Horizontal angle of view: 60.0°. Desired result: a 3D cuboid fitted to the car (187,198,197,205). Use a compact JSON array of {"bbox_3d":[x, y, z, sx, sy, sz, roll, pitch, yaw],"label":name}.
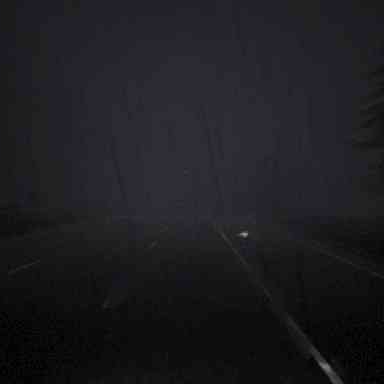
[{"bbox_3d":[-0.021,2.056,74.889,2.097,1.767,4.553,0,-1,0],"label":"car"}]
